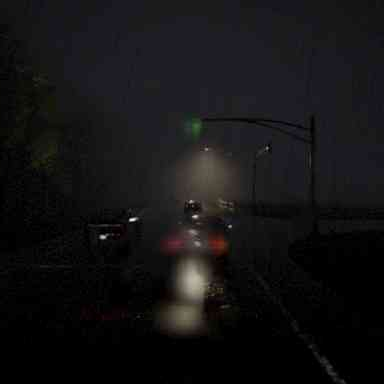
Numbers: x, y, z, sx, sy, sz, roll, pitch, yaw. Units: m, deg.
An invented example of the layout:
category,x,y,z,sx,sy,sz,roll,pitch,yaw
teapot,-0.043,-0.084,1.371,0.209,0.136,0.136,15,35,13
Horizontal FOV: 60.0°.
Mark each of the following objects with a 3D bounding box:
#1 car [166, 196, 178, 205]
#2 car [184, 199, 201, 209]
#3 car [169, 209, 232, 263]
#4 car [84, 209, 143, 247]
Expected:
category,x,y,z,sx,sy,sz,roll,pitch,yaw
car,-3.408,1.502,57.181,1.837,1.490,4.892,0,0,0
car,0.094,1.548,38.256,2.033,1.411,5.357,0,0,0
car,0.441,1.549,11.963,2.033,1.411,5.357,0,0,6
car,-3.401,1.495,15.116,2.128,1.511,4.902,0,0,0
